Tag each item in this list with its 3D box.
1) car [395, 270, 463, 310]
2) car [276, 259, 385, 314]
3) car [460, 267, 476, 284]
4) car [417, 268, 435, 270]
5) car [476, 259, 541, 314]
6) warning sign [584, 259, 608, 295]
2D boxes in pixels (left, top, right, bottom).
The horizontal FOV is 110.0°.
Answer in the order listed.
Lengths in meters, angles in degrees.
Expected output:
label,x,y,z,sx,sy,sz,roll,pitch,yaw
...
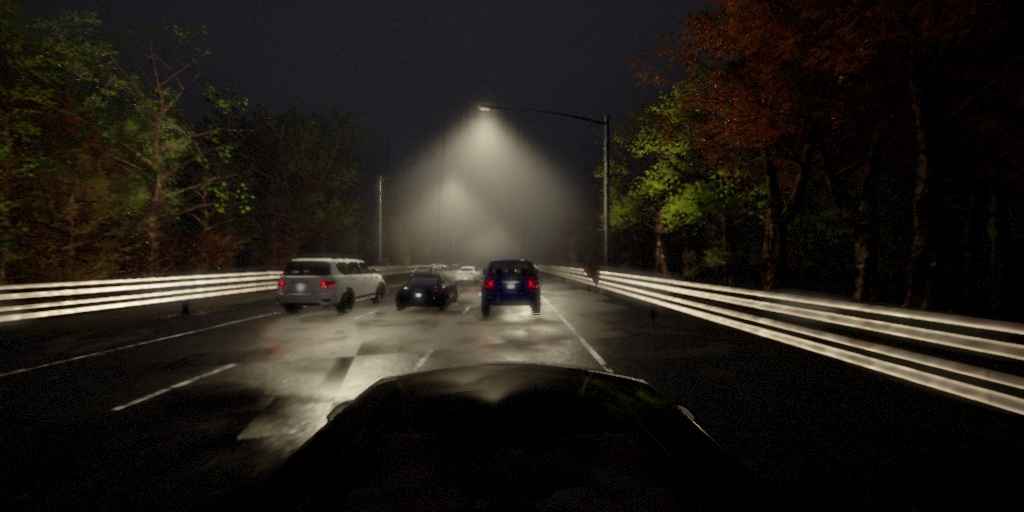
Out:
label,x,y,z,sx,sy,sz,roll,pitch,yaw
car,-3.546,1.474,15.558,1.994,1.385,4.181,0,-1,0
car,-7.048,1.122,14.625,2.150,2.045,5.566,0,0,0
car,-3.768,1.631,31.026,1.812,1.442,4.674,0,-1,-1
car,-7.266,1.662,30.514,1.994,1.385,4.181,0,-1,0
car,-0.049,1.124,14.676,2.150,2.045,5.566,0,0,0
warning sign,4.450,1.067,18.910,1.300,1.860,1.060,0,0,-1
